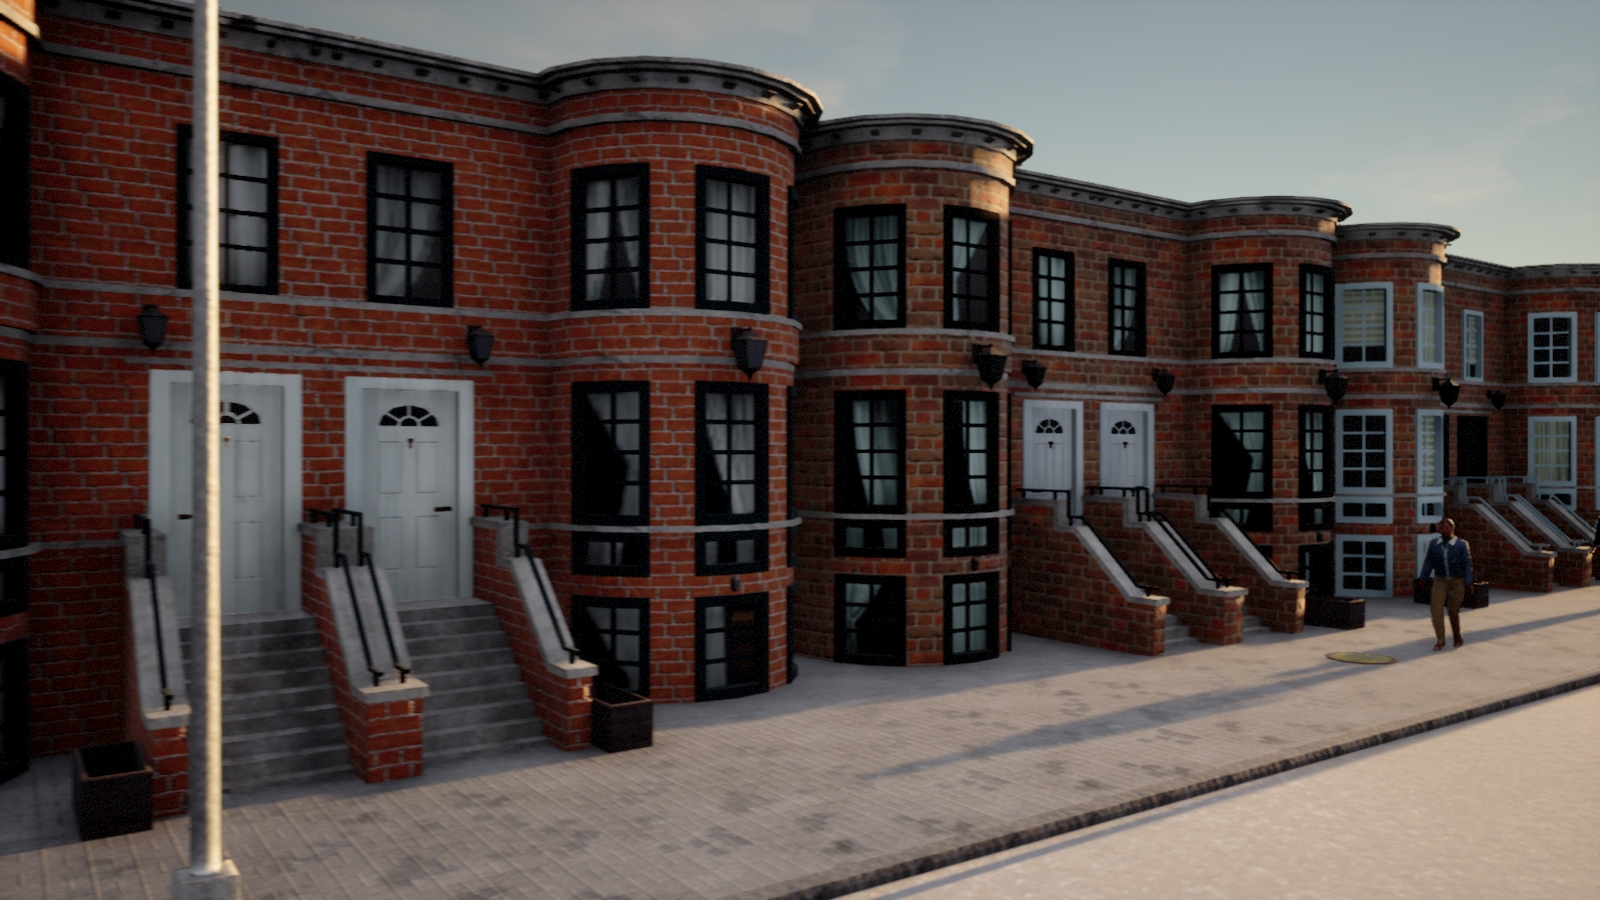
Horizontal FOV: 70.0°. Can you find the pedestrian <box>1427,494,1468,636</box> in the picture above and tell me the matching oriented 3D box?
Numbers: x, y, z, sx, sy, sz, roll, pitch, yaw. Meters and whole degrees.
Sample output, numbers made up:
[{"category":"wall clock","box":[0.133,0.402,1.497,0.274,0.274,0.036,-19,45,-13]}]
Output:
[{"category":"pedestrian","box":[8.710,1.526,15.370,0.375,1.860,0.375,0,0,-40]}]
